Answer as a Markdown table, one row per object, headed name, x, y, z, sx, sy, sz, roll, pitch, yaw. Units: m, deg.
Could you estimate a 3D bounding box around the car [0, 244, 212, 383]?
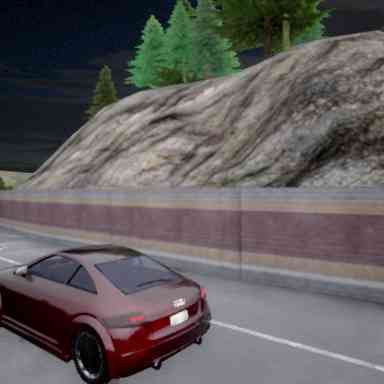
| name | x | y | z | sx | sy | sz | roll | pitch | yaw |
| --- | --- | --- | --- | --- | --- | --- | --- | --- | --- |
| car | -1.748 | 1.576 | 5.473 | 4.181 | 1.385 | 1.994 | 0 | 0 | 38 |
